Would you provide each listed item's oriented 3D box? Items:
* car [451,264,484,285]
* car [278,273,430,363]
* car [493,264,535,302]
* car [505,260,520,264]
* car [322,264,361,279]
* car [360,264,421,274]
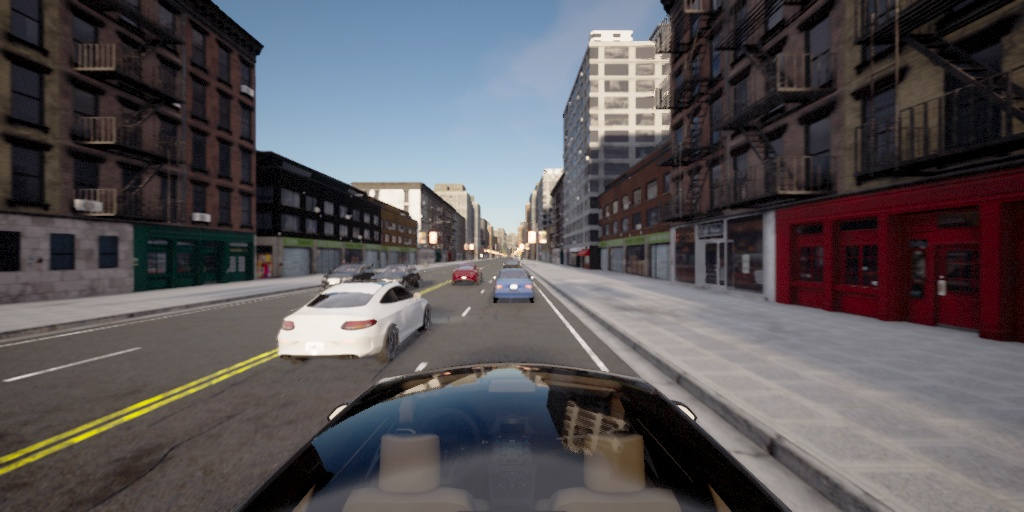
[{"bbox_3d":[-3.182,1.273,25.984,1.812,1.442,4.674,0,0,0],"label":"car"},{"bbox_3d":[-3.153,1.278,8.029,1.812,1.442,4.674,0,0,0],"label":"car"},{"bbox_3d":[0.075,1.293,16.998,2.033,1.411,5.357,0,0,0],"label":"car"},{"bbox_3d":[0.044,1.220,38.686,1.882,1.535,5.008,0,0,0],"label":"car"},{"bbox_3d":[-9.876,1.249,22.216,2.128,1.511,4.902,0,0,0],"label":"car"},{"bbox_3d":[-6.625,1.245,20.891,2.128,1.511,4.902,0,0,0],"label":"car"}]
